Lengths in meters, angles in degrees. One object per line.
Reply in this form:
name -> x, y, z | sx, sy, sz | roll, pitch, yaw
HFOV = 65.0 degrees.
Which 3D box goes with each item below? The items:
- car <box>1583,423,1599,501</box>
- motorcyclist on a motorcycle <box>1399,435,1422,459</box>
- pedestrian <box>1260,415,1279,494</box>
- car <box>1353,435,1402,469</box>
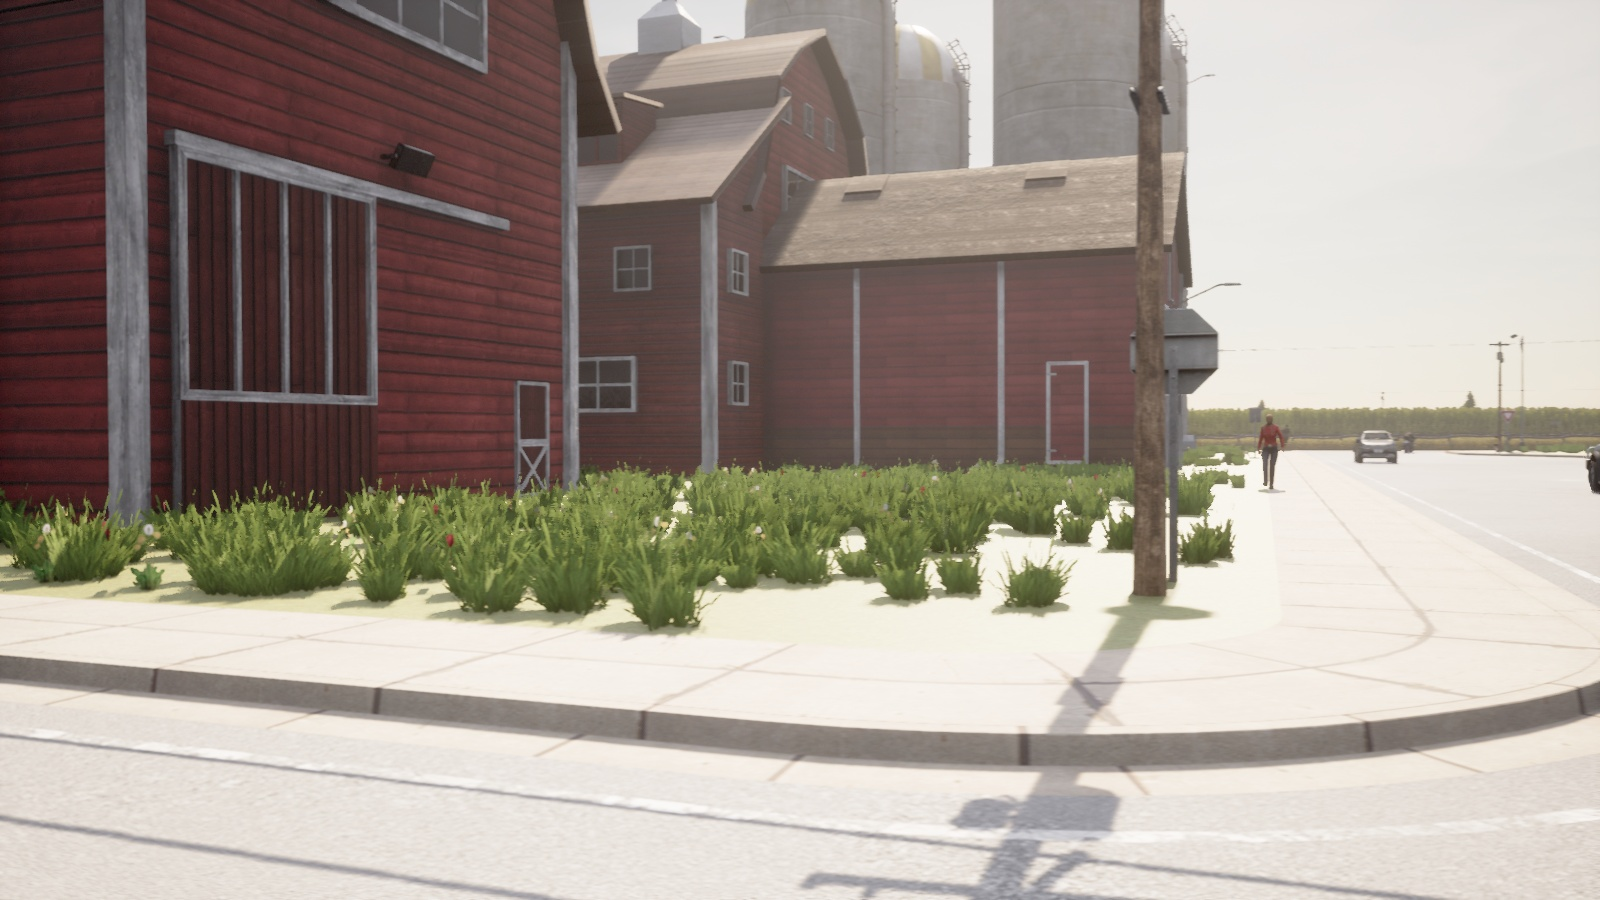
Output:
car -> 19.803, 0.299, 29.083 | 1.932, 1.855, 4.605 | 1, 1, 20
motorcyclist on a motorcycle -> 40.717, -0.194, 83.704 | 0.866, 1.530, 2.191 | 3, 2, 38
pedestrian -> 11.072, 0.096, 29.609 | 0.331, 1.846, 0.636 | 1, 1, 28
car -> 27.199, 0.053, 59.214 | 1.789, 1.549, 3.705 | 1, 1, 20
